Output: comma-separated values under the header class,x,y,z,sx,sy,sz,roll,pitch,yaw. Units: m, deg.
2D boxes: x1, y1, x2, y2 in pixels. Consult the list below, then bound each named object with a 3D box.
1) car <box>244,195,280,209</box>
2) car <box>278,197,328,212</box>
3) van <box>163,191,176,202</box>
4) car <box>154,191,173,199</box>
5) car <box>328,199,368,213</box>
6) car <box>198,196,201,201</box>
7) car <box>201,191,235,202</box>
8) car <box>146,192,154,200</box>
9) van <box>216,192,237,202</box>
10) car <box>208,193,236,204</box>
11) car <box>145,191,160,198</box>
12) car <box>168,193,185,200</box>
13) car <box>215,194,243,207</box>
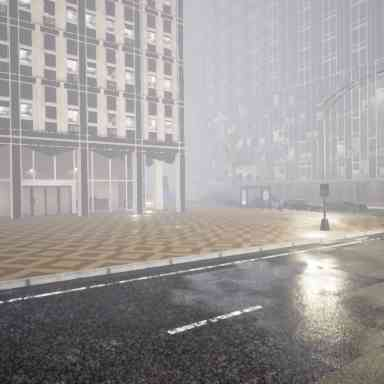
class,x,y,z,sx,sy,sz,roll,pitch,yaw
car,8.816,1.387,40.855,1.802,1.307,4.206,0,1,-34
car,12.020,1.423,36.158,1.947,1.339,4.313,0,1,-34
van,-3.965,0.937,59.651,1.690,1.788,3.998,0,1,-34
car,-6.714,0.614,78.448,2.192,1.841,5.009,0,1,-34
car,16.111,1.408,34.991,1.994,1.385,4.181,-1,1,-35
car,2.942,1.043,64.398,1.802,1.307,4.206,0,1,-34
car,4.536,0.785,57.483,2.150,2.045,5.566,-1,1,-34
car,-10.402,1.039,69.022,2.008,1.369,4.403,0,1,-34
van,6.160,0.855,59.710,1.690,1.788,3.998,0,1,-34
car,4.992,1.266,51.191,1.895,1.301,4.718,-1,1,-34
car,-9.932,0.685,83.134,1.967,1.590,4.097,0,1,-34
car,-3.495,0.935,73.767,1.802,1.307,4.206,0,1,-34
car,5.645,1.319,45.572,1.947,1.339,4.313,0,1,-34
